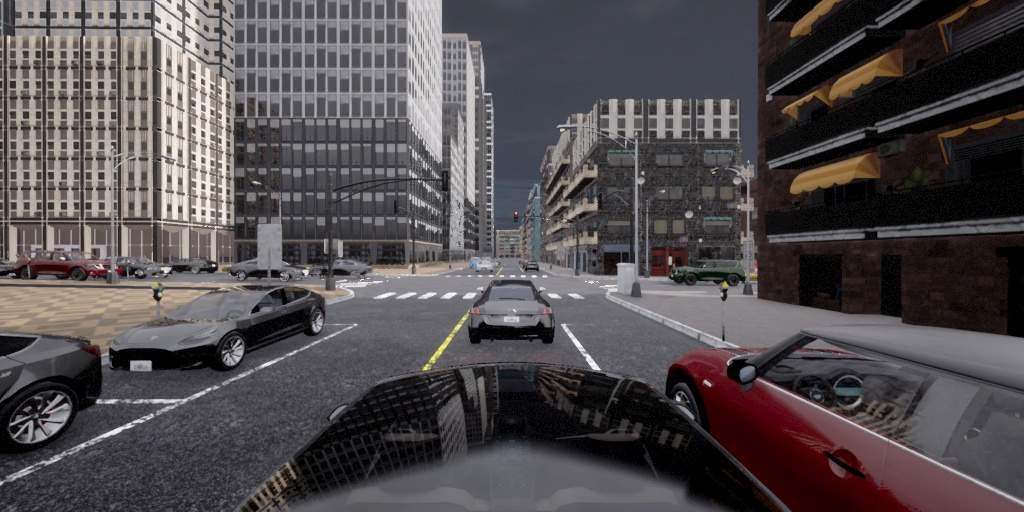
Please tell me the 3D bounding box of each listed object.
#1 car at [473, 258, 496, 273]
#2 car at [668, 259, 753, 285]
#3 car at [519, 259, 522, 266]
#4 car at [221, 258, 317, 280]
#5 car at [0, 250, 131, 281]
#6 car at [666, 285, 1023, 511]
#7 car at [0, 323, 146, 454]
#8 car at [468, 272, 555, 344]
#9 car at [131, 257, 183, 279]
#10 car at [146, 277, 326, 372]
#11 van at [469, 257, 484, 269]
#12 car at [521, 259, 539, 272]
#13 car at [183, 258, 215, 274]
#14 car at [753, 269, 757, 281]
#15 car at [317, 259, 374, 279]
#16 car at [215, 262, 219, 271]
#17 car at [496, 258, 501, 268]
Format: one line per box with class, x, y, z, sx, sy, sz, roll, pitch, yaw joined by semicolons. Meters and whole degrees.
car;-3.206;1.276;42.737;1.812;1.442;4.674;0;0;0
car;15.514;1.288;28.581;5.566;2.045;2.150;1;0;-1
car;2.548;1.298;57.318;1.888;1.381;4.507;0;0;0
car;-16.787;0.958;24.939;4.902;1.511;2.128;1;0;-1
car;-27.436;0.589;22.195;5.009;1.841;2.192;0;0;-1
car;2.693;1.190;2.460;1.967;1.591;4.097;0;0;0
car;-5.688;1.316;2.437;1.948;1.339;4.313;0;0;0
car;-0.015;1.313;9.616;1.994;1.385;4.181;0;0;0
car;-26.360;0.779;24.802;4.902;1.511;2.128;1;0;-1
car;-5.702;1.315;7.684;1.948;1.339;4.313;0;0;0
van;-5.832;1.094;57.295;1.690;1.789;3.998;0;0;0
car;2.575;1.317;47.351;1.948;1.339;4.313;0;0;0
car;-27.561;0.814;30.575;4.313;1.339;1.948;0;0;-1
car;21.291;1.696;31.256;4.829;1.417;1.751;0;0;-1
car;-13.434;1.011;28.201;4.902;1.511;2.128;1;0;-4
car;-22.117;0.878;30.739;4.829;1.417;1.751;0;0;-1
car;-3.231;1.354;58.835;1.895;1.301;4.718;0;0;0
